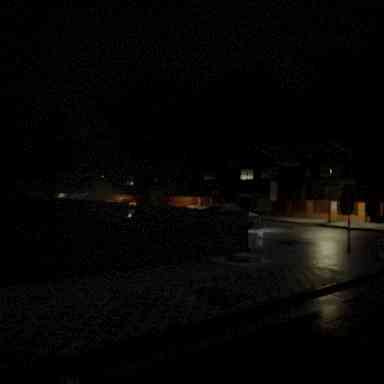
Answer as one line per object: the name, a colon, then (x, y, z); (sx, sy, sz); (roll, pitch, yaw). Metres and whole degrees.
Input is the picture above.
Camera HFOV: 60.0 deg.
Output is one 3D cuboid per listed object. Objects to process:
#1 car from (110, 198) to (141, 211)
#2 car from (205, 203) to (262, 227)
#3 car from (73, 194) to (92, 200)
car: (-7.209, 1.370, 35.828); (1.882, 1.535, 5.008); (0, 0, -35)
car: (2.489, 1.496, 21.983); (1.812, 1.442, 4.674); (0, 0, -35)
car: (-16.070, 0.961, 48.631); (1.812, 1.442, 4.674); (0, 0, -35)
